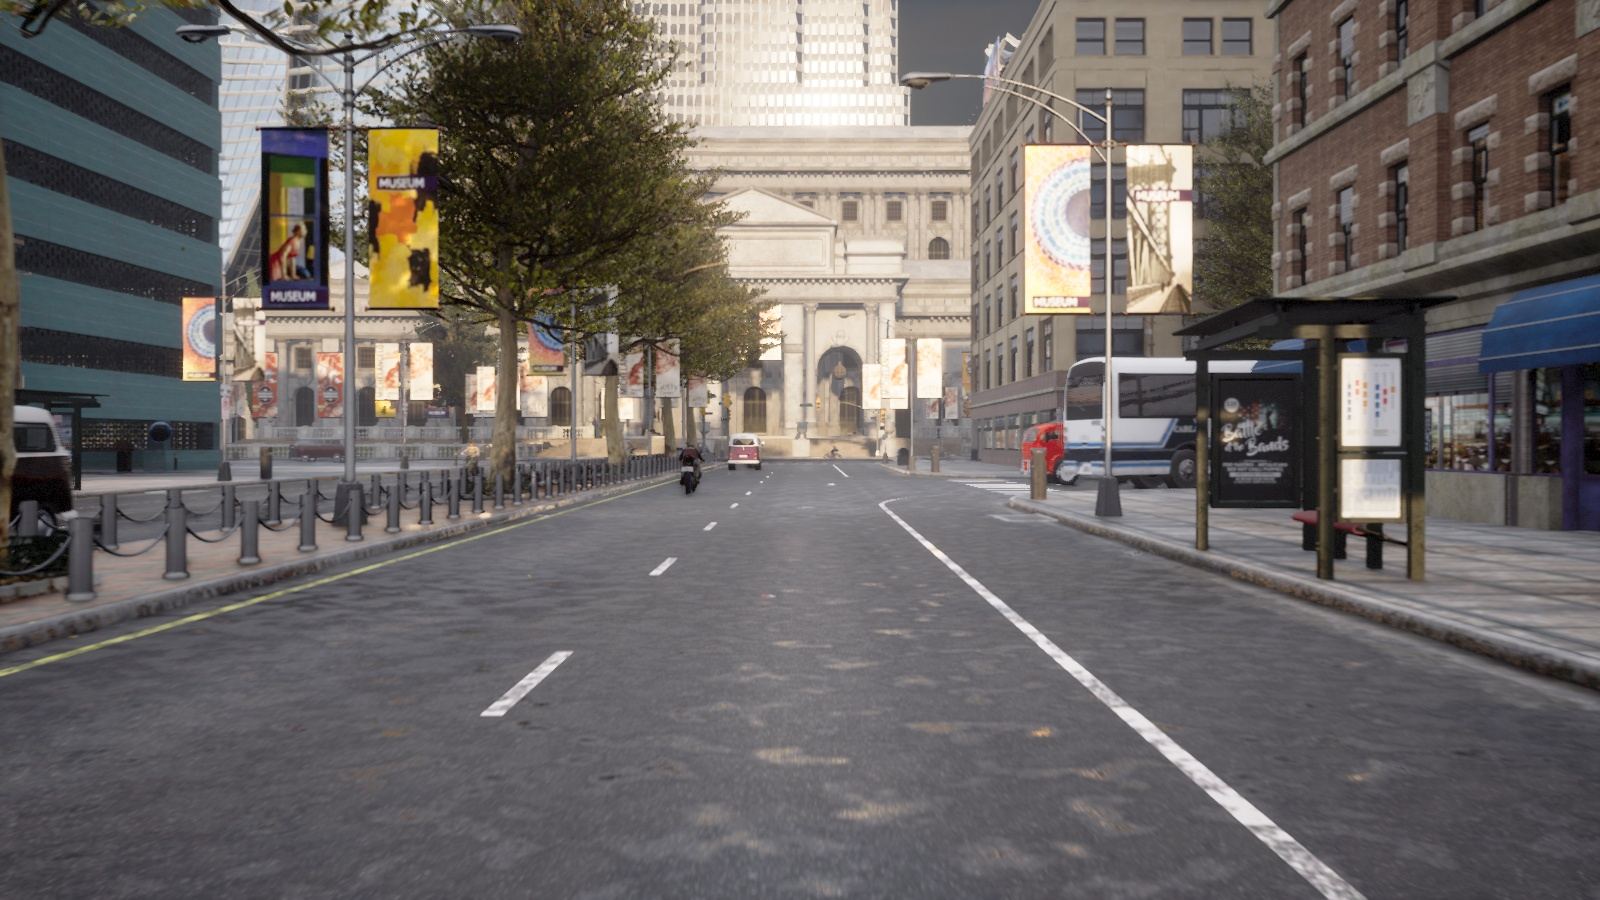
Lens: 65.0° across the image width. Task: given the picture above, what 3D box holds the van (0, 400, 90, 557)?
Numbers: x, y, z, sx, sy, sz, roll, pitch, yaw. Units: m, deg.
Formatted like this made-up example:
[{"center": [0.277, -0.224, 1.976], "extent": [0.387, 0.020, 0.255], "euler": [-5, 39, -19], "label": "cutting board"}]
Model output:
[{"center": [-11.394, 0.370, 16.065], "extent": [2.069, 2.038, 4.480], "euler": [0, 0, 0], "label": "van"}]

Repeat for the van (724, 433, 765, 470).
[{"center": [-3.084, 0.069, 70.625], "extent": [2.069, 2.038, 4.480], "euler": [0, 0, 0], "label": "van"}]

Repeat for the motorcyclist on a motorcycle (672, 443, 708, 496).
[{"center": [-3.272, 0.567, 37.612], "extent": [0.866, 1.530, 2.191], "euler": [0, 0, 0], "label": "motorcyclist on a motorcycle"}]

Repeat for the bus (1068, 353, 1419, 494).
[{"center": [14.430, -0.850, 41.171], "extent": [10.273, 4.253, 3.944], "euler": [0, 0, -13], "label": "bus"}]

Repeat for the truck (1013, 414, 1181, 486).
[{"center": [10.496, 0.018, 44.668], "extent": [5.204, 2.467, 2.627], "euler": [0, 0, -7], "label": "truck"}]
